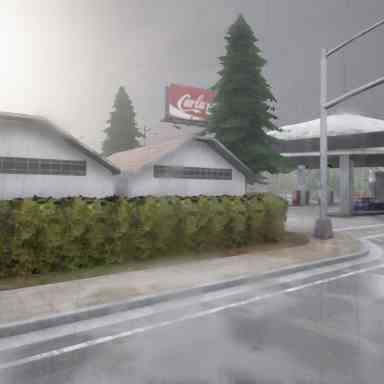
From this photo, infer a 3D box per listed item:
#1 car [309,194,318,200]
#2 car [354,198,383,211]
[{"bbox_3d":[32.147,1.356,89.026,2.152,1.636,5.027,0,0,-36],"label":"car"},{"bbox_3d":[21.099,1.493,39.528,4.611,1.667,2.242,0,0,-36],"label":"car"}]
